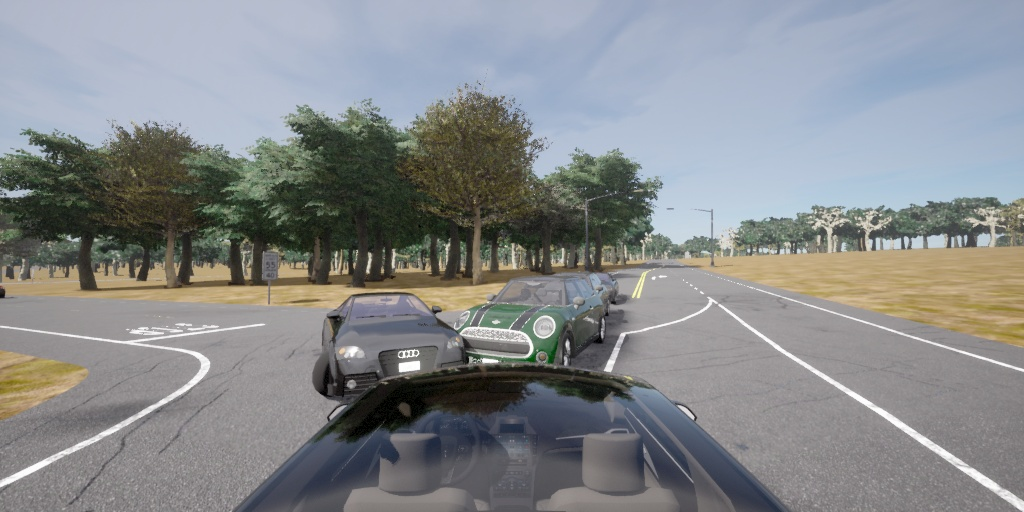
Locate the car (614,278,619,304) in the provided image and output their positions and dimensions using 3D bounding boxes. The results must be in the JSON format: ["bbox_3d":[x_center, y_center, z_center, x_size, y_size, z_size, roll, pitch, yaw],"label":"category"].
[{"bbox_3d":[4.218,1.509,17.854,1.994,1.385,4.181,-1,0,19],"label":"car"}]

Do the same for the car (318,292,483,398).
[{"bbox_3d":[-2.354,1.376,6.609,1.994,1.385,4.181,1,-2,-29],"label":"car"}]

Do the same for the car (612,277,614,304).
[{"bbox_3d":[2.025,1.344,12.127,2.097,1.767,4.553,-1,-1,21],"label":"car"}]

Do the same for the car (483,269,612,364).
[{"bbox_3d":[0.618,1.218,7.814,2.097,1.767,4.553,-1,-2,26],"label":"car"}]

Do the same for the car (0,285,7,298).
[{"bbox_3d":[-40.859,2.562,27.373,4.181,1.385,1.994,-2,-3,22],"label":"car"}]
